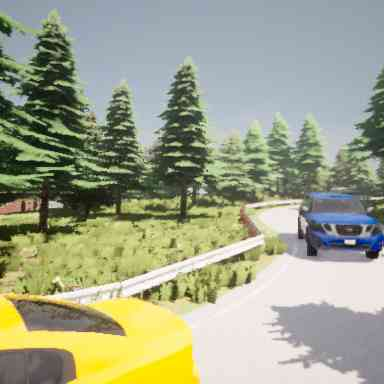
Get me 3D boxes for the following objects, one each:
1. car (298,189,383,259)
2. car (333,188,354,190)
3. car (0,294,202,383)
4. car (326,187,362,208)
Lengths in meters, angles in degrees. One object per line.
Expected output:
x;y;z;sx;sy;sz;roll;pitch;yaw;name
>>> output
5.333;1.070;12.626;2.150;2.045;5.566;0;2;13;car
10.509;0.899;22.915;2.150;2.045;5.566;1;2;9;car
-2.207;1.577;2.044;5.008;1.535;1.882;0;-2;-39;car
16.854;0.554;36.677;2.150;2.045;5.566;-2;1;41;car
